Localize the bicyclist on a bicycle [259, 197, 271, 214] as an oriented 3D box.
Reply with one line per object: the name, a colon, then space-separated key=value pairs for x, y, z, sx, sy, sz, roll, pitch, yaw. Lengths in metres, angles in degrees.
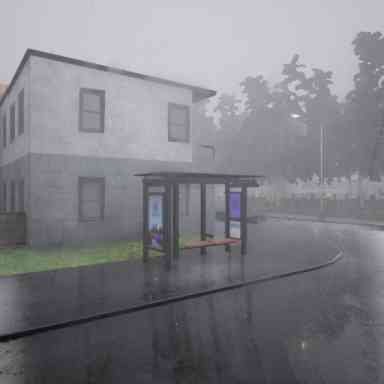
bicyclist on a bicycle: x=7.145 y=1.349 z=32.428 sx=1.656 sy=1.620 sz=0.582 roll=0 pitch=0 yaw=-35

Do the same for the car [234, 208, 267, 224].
car: x=2.862 y=1.547 z=23.967 sx=2.033 sy=1.411 sz=5.357 roll=0 pitch=0 yaw=-35
